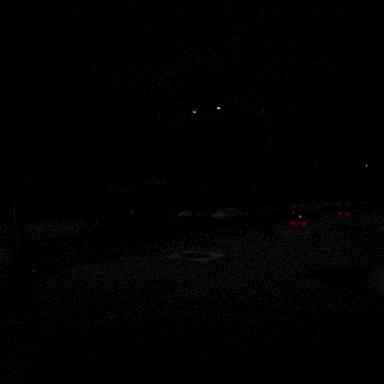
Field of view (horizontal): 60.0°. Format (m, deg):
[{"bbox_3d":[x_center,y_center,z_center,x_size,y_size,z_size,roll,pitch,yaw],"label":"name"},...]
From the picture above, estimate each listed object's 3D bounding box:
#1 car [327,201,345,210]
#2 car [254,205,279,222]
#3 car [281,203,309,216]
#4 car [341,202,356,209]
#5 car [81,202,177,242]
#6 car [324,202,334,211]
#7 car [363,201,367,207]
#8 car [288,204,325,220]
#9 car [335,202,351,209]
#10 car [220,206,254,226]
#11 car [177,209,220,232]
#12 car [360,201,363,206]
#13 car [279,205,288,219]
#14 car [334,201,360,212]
[{"bbox_3d":[24.727,2.365,57.054,1.752,1.417,4.829,-1,-1,35],"label":"car"},{"bbox_3d":[6.053,1.953,30.766,1.947,1.339,4.313,-1,-1,35],"label":"car"},{"bbox_3d":[12.310,2.091,39.575,2.008,1.369,4.403,-1,-1,35],"label":"car"},{"bbox_3d":[31.082,2.574,66.001,1.802,1.307,4.206,-1,-1,35],"label":"car"},{"bbox_3d":[-3.333,1.473,17.557,2.192,1.841,5.009,-1,-1,35],"label":"car"},{"bbox_3d":[21.696,2.318,52.788,2.008,1.369,4.403,-1,-1,35],"label":"car"},{"bbox_3d":[40.467,2.786,79.213,1.947,1.339,4.313,-1,-1,35],"label":"car"},{"bbox_3d":[11.848,2.089,34.180,1.895,1.301,4.718,0,-1,35],"label":"car"},{"bbox_3d":[27.953,2.483,61.596,1.947,1.339,4.313,-1,-1,35],"label":"car"},{"bbox_3d":[2.826,1.834,26.223,1.752,1.417,4.829,-1,-1,35],"label":"car"},{"bbox_3d":[-0.205,1.816,21.956,1.802,1.307,4.206,-1,-1,35],"label":"car"},{"bbox_3d":[34.211,2.633,70.405,1.947,1.339,4.313,-1,-1,35],"label":"car"},{"bbox_3d":[9.181,2.030,35.170,1.947,1.339,4.313,-1,-1,35],"label":"car"},{"bbox_3d":[23.928,2.272,51.188,2.128,1.511,4.902,0,-1,36],"label":"car"}]
